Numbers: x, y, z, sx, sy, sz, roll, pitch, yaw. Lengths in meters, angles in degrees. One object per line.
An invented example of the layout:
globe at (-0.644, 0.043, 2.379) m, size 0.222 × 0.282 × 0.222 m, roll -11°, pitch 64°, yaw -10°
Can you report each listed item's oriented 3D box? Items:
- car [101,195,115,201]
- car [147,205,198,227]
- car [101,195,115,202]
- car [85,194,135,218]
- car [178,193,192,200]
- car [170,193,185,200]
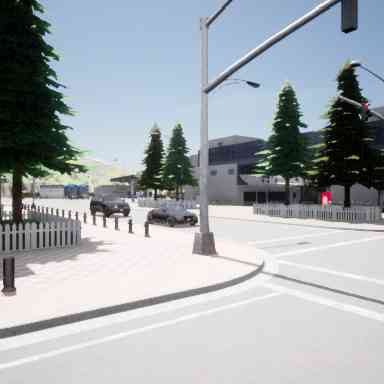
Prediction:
car at (-20.919, 1.400, 82.782) m, size 1.970 × 1.475 × 3.806 m, roll 0°, pitch 0°, yaw -37°
car at (-1.416, 1.579, 22.872) m, size 1.994 × 1.385 × 4.181 m, roll 0°, pitch 0°, yaw -37°
car at (-18.893, 1.389, 75.046) m, size 1.845 × 1.501 × 3.633 m, roll 0°, pitch 0°, yaw -37°
car at (-7.851, 1.237, 31.390) m, size 2.150 × 2.045 × 5.566 m, roll 0°, pitch 0°, yaw -37°
car at (-1.796, 1.092, 88.067) m, size 1.905 × 1.878 × 3.866 m, roll 0°, pitch 0°, yaw -37°
car at (-3.884, 1.113, 86.005) m, size 1.932 × 1.855 × 4.605 m, roll 0°, pitch 0°, yaw -37°
